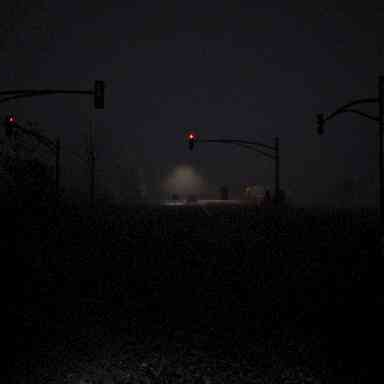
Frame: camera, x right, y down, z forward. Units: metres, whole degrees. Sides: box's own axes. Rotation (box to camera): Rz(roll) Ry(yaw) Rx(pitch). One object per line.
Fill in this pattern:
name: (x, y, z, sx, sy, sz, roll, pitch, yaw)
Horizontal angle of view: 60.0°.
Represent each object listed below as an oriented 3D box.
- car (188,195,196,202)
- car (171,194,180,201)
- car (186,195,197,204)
car: (-0.070, 1.425, 77.995, 1.837, 1.490, 4.892, 0, 0, 0)
car: (-3.565, 1.195, 72.162, 1.837, 1.490, 4.892, 0, 0, 0)
car: (-0.060, 1.424, 67.960, 2.097, 1.767, 4.553, 0, 0, 0)
